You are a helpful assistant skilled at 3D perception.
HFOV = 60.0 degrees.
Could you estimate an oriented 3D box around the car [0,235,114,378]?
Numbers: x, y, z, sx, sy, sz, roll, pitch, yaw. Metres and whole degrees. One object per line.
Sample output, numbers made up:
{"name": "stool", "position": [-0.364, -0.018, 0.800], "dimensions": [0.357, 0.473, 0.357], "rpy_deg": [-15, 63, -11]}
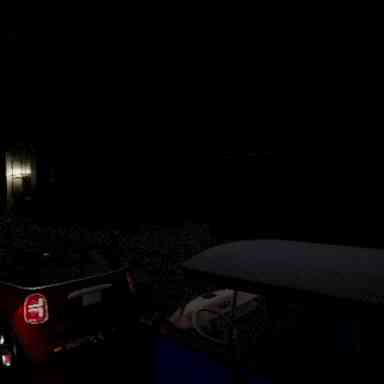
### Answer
{"name": "car", "position": [-2.797, 1.456, 5.681], "dimensions": [4.097, 1.590, 1.967], "rpy_deg": [-1, 0, 41]}

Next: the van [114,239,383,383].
{"name": "van", "position": [1.465, 1.298, 2.012], "dimensions": [3.998, 1.788, 1.690], "rpy_deg": [-1, 0, 41]}
